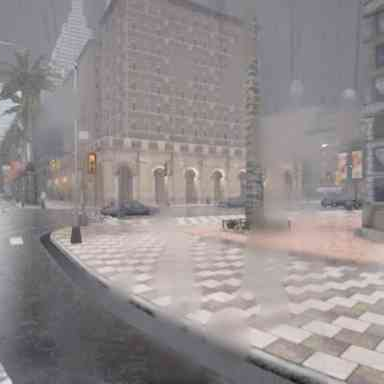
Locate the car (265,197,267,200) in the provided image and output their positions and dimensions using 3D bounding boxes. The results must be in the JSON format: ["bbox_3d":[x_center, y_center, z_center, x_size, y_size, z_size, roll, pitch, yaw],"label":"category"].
[{"bbox_3d":[22.243,1.648,92.515,1.895,1.301,4.718,0,0,-30],"label":"car"}]

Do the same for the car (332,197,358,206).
[{"bbox_3d":[25.639,1.589,55.721,4.181,1.385,1.994,0,0,-30],"label":"car"}]

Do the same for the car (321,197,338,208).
[{"bbox_3d":[21.104,1.514,48.934,4.902,1.511,2.128,0,0,-30],"label":"car"}]

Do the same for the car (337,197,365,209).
[{"bbox_3d":[22.882,1.511,45.919,4.902,1.511,2.128,0,0,-30],"label":"car"}]

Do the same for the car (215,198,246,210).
[{"bbox_3d":[5.285,1.520,43.946,4.902,1.511,2.128,0,0,-30],"label":"car"}]

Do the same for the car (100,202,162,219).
[{"bbox_3d":[-5.407,1.572,29.804,5.357,1.411,2.033,0,0,-28],"label":"car"}]
